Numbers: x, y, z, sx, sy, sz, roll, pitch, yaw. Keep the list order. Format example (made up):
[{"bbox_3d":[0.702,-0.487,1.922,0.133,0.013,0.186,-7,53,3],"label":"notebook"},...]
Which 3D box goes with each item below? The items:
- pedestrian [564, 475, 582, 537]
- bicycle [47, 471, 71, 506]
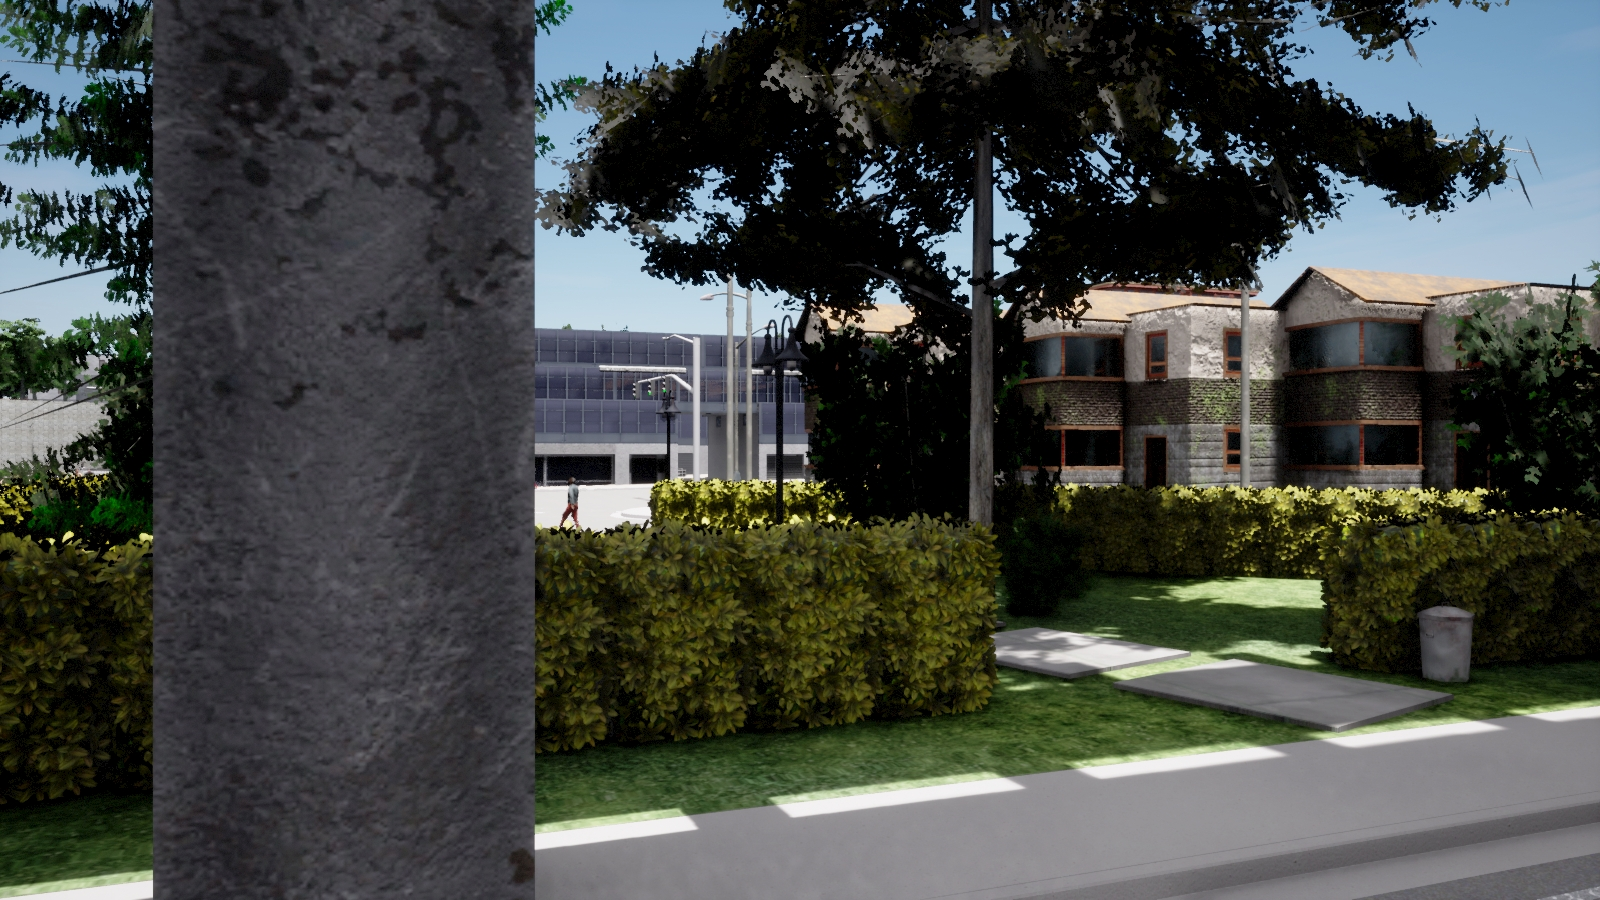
[{"bbox_3d":[-6.880,1.701,34.678,0.375,1.860,0.375,0,0,26],"label":"pedestrian"},{"bbox_3d":[-37.799,1.965,58.293,0.373,1.717,1.643,-1,0,-8],"label":"bicycle"}]
